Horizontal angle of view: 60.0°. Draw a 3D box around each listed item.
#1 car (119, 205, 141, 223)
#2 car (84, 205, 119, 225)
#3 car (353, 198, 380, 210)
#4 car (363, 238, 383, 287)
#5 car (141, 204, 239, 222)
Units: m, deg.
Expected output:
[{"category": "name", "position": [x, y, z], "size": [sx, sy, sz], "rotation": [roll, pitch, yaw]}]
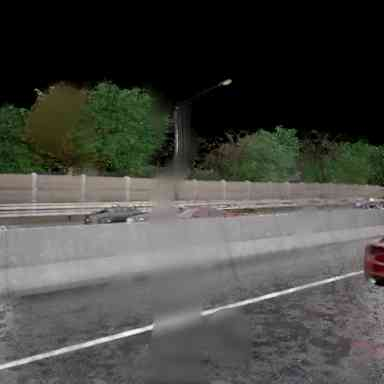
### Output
[{"category": "car", "position": [-1.540, 1.508, 20.064], "size": [4.902, 1.511, 2.128], "rotation": [0, 0, -35]}, {"category": "car", "position": [-4.895, 1.577, 21.974], "size": [4.181, 1.385, 1.994], "rotation": [0, 0, -35]}, {"category": "car", "position": [23.994, 1.582, 45.706], "size": [4.902, 1.511, 2.128], "rotation": [0, 0, -38]}, {"category": "car", "position": [6.190, 1.495, 8.138], "size": [5.008, 1.535, 1.882], "rotation": [0, 0, -35]}, {"category": "car", "position": [0.227, 1.494, 17.027], "size": [5.008, 1.535, 1.882], "rotation": [0, 0, -35]}]
